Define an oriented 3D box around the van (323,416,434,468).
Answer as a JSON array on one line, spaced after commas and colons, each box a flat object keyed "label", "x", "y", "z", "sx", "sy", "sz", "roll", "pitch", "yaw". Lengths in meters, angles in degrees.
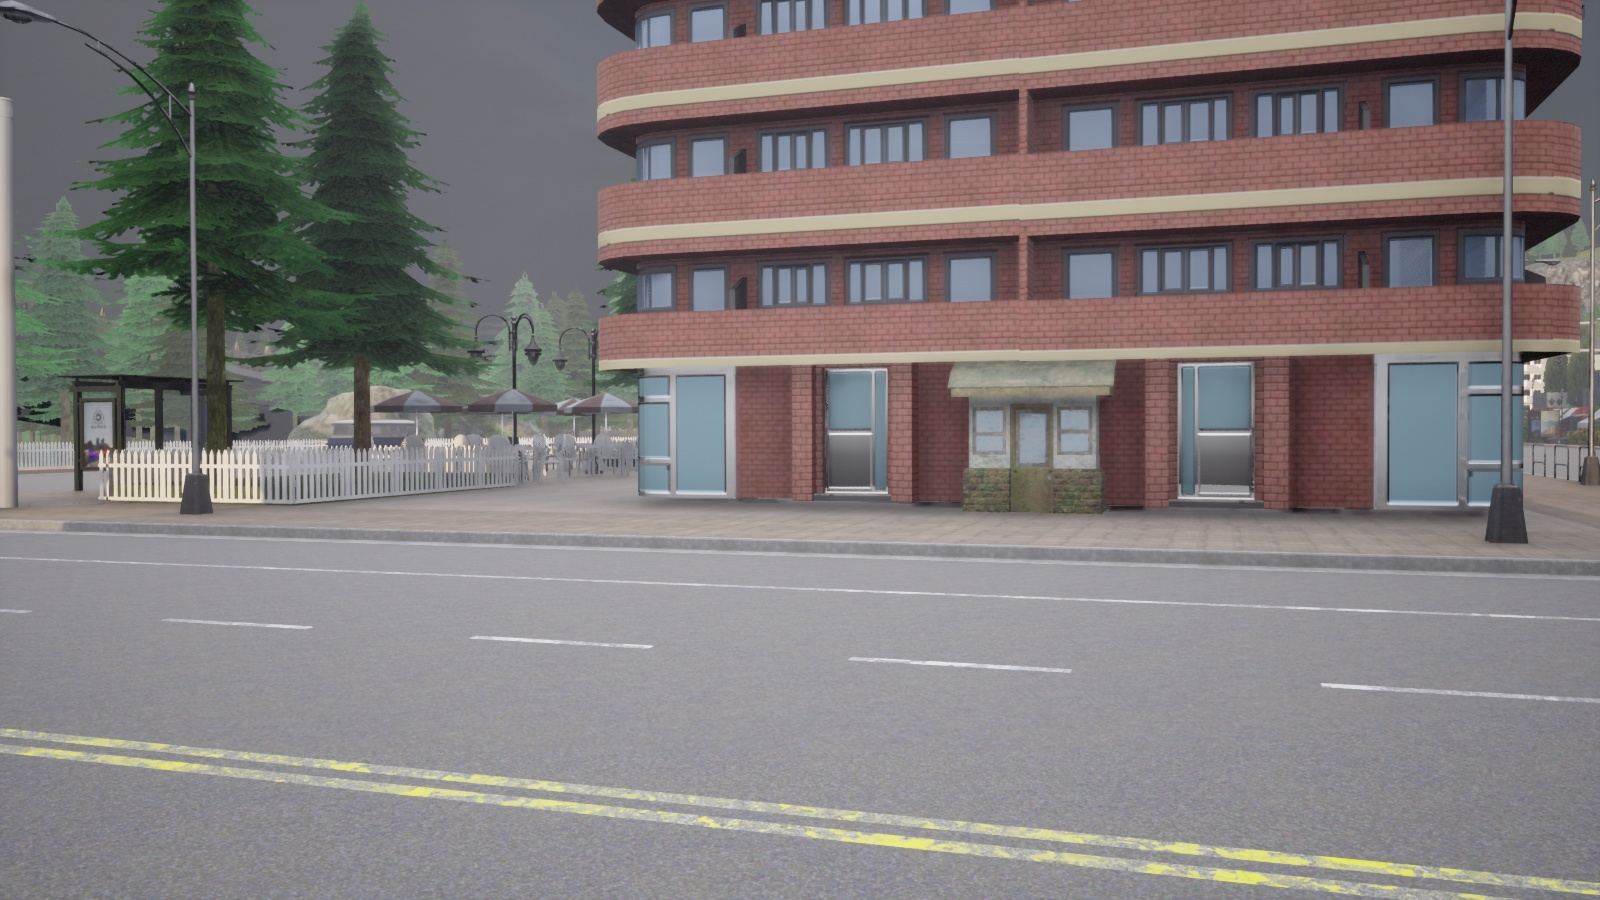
[{"label": "van", "x": -16.659, "y": -0.337, "z": 49.881, "sx": 1.775, "sy": 1.987, "sz": 4.442, "roll": 0, "pitch": 1, "yaw": 20}]
